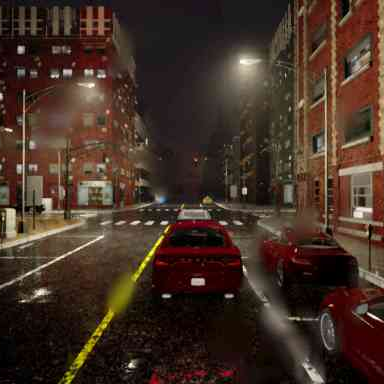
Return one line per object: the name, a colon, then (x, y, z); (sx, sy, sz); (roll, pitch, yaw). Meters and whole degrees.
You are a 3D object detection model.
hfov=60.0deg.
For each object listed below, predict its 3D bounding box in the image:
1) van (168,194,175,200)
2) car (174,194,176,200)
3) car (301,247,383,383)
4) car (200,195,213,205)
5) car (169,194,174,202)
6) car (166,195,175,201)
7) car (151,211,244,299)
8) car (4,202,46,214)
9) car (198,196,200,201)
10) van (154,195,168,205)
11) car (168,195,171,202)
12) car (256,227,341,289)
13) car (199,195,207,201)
van: (-5.619, 1.371, 92.046); (1.690, 1.788, 3.998); (1, 0, 0)
car: (-5.629, 1.549, 80.571); (1.752, 1.417, 4.829); (1, 0, 0)
car: (2.669, 1.583, 3.178); (1.802, 1.307, 4.206); (1, 0, 0)
car: (2.737, 1.540, 58.258); (1.752, 1.417, 4.829); (1, 0, 0)
car: (-5.633, 1.603, 75.088); (1.802, 1.307, 4.206); (1, 0, 0)
car: (-5.626, 1.577, 86.393); (2.008, 1.369, 4.403); (1, 0, 0)
car: (0.103, 1.480, 8.514); (1.882, 1.535, 5.008); (0, 0, 0)
car: (-18.688, 1.728, 37.230); (4.313, 1.339, 1.947); (0, -1, 0)
car: (2.751, 1.568, 80.698); (1.887, 1.381, 4.507); (1, 0, 0)
van: (-5.640, 1.356, 58.132); (1.690, 1.788, 3.998); (1, 0, 0)
car: (-5.640, 1.599, 63.784); (1.802, 1.307, 4.206); (1, 0, 0)
car: (2.842, 1.584, 8.834); (1.802, 1.307, 4.206); (1, 0, 0)
car: (2.754, 1.592, 86.349); (1.947, 1.339, 4.313); (1, 0, 0)
